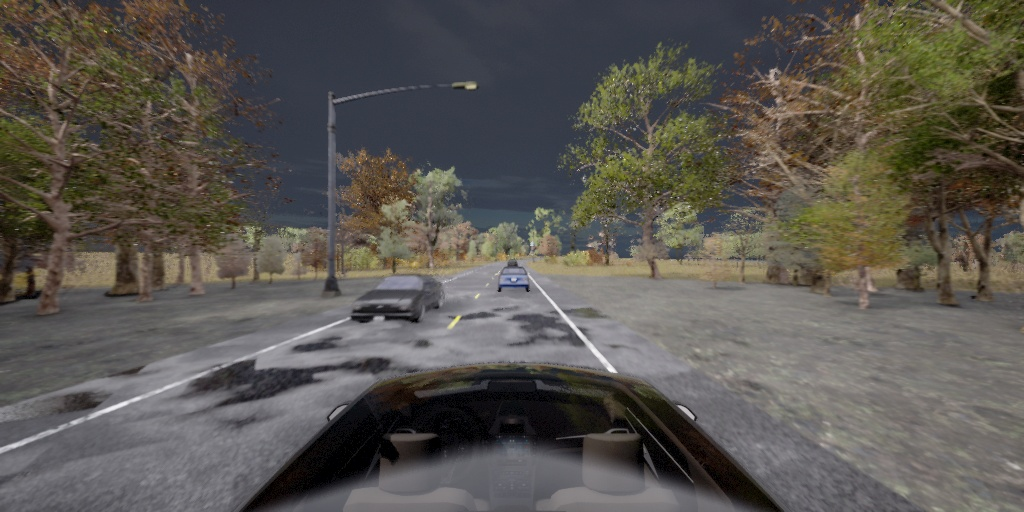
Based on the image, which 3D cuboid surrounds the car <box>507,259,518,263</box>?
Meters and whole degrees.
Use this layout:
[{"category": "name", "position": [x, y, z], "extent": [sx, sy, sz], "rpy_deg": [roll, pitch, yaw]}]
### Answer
[{"category": "car", "position": [0.112, 1.358, 64.906], "extent": [1.837, 1.490, 4.892], "rpy_deg": [0, 0, 0]}]

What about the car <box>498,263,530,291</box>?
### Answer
[{"category": "car", "position": [0.105, 1.331, 22.042], "extent": [2.033, 1.411, 5.357], "rpy_deg": [0, 0, 0]}]

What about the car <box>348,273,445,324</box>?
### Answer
[{"category": "car", "position": [-3.595, 1.315, 12.357], "extent": [2.033, 1.411, 5.357], "rpy_deg": [0, 0, 0]}]
